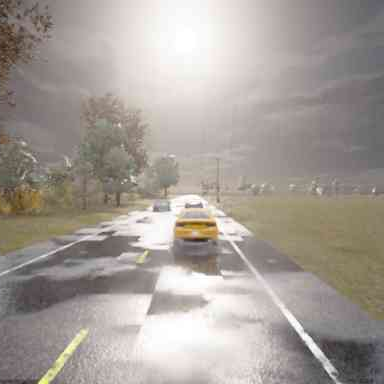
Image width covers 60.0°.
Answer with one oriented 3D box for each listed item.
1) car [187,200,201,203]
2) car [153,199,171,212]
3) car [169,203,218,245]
[{"bbox_3d":[0.214,1.526,33.667,2.128,1.511,4.902,0,0,0],"label":"car"},{"bbox_3d":[-3.460,1.565,39.119,1.812,1.442,4.674,0,0,0],"label":"car"},{"bbox_3d":[0.162,1.492,15.632,1.882,1.535,5.008,0,0,0],"label":"car"}]
